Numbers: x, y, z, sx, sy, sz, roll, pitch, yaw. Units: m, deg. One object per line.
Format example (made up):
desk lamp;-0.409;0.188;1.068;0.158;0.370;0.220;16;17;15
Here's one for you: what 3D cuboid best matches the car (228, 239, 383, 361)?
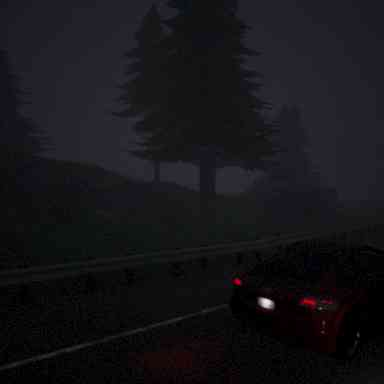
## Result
car;2.649;1.571;6.023;4.181;1.385;1.994;0;0;-38
